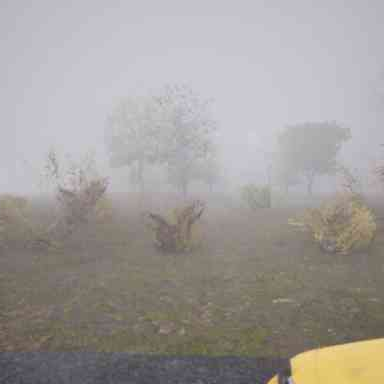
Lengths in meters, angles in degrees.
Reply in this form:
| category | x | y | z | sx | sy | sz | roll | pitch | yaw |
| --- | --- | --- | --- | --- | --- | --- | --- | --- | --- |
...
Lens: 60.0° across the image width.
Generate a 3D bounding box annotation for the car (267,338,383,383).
| category | x | y | z | sx | sy | sz | roll | pitch | yaw |
| --- | --- | --- | --- | --- | --- | --- | --- | --- | --- |
| car | 3.248 | 1.445 | 2.170 | 5.366 | 1.575 | 1.801 | 0 | 0 | 3 |
